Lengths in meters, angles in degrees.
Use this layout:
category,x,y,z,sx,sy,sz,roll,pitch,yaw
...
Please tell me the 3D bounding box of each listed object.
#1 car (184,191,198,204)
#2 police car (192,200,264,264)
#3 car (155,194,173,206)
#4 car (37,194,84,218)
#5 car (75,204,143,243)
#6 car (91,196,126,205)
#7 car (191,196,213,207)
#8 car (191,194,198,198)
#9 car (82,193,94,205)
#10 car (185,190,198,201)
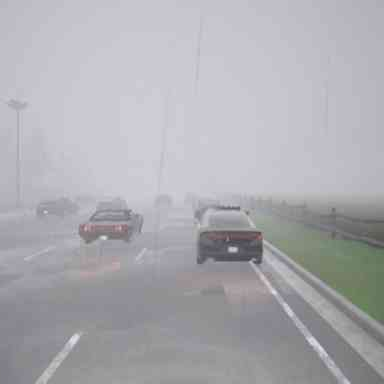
category,x,y,z,sx,sy,sz,roll,pitch,yaw
car,-0.041,0.952,47.457,1.994,1.385,4.181,0,1,1
police car,1.077,1.278,11.341,1.930,1.638,5.238,0,1,0
car,-3.450,0.973,41.315,1.837,1.490,4.892,0,1,0
car,-10.408,1.165,26.126,1.837,1.490,4.892,0,0,0
car,-3.380,1.408,14.892,1.895,1.301,4.718,0,1,0
car,-6.916,1.153,28.833,1.812,1.442,4.674,0,1,0
car,1.052,1.231,21.265,1.837,1.490,4.892,0,1,0
car,1.036,1.174,27.265,1.812,1.442,4.674,0,1,0
car,-13.959,0.909,44.163,1.882,1.535,5.008,0,0,0
car,-0.099,0.588,59.363,2.097,1.767,4.553,0,1,0
